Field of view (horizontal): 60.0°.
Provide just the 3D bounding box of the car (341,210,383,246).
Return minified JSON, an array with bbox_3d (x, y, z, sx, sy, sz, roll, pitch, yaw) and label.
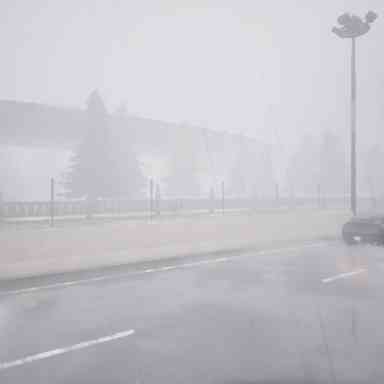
[{"bbox_3d":[8.269,1.513,14.066,4.892,1.490,1.837,0,0,-35],"label":"car"}]
